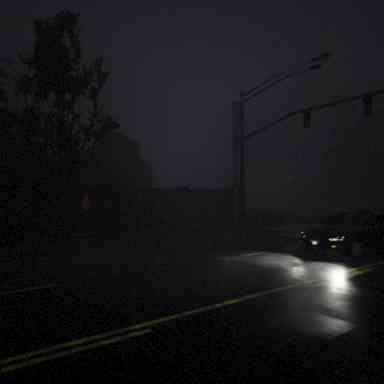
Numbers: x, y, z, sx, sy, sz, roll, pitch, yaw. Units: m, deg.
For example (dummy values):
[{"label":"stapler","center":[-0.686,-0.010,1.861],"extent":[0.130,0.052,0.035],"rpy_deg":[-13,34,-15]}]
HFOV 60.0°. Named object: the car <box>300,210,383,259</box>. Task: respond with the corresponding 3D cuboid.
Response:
[{"label":"car","center":[6.095,1.477,12.545],"extent":[4.892,1.490,1.837],"rpy_deg":[1,0,-35]}]
